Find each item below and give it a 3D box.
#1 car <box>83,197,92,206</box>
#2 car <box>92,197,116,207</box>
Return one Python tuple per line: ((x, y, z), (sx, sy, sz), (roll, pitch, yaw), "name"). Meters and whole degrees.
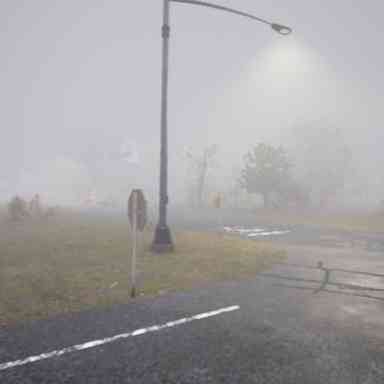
((-18.097, 1.622, 59.624), (1.882, 1.535, 5.008), (1, -1, -34), "car")
((-13.753, 1.648, 53.196), (2.128, 1.511, 4.902), (1, -1, -33), "car")
